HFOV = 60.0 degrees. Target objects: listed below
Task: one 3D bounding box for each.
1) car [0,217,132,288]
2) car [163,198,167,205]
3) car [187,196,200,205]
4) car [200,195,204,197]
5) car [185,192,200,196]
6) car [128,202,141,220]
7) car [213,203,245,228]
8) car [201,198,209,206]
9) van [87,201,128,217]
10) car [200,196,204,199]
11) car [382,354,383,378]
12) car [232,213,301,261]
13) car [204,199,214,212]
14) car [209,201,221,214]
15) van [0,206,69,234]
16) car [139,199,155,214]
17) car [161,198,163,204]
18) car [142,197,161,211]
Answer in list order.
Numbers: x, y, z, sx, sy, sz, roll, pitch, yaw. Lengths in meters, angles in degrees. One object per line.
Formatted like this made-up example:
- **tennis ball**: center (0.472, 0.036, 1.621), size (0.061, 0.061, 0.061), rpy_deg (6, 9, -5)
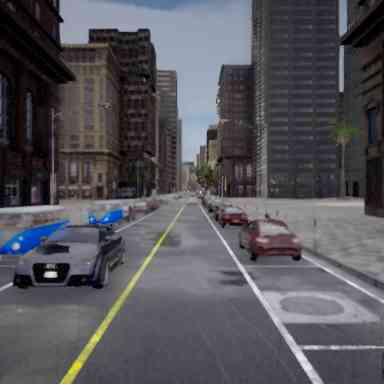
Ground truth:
- **car**: center (-3.090, 1.619, 9.237), size (1.994, 1.385, 4.181), rpy_deg (0, 0, 0)
- **car**: center (-7.482, 1.725, 62.407), size (4.403, 1.369, 2.008), rpy_deg (-1, 0, -9)
- **car**: center (0.016, 1.949, 65.264), size (1.895, 1.301, 4.718), rpy_deg (0, 0, 0)
- **car**: center (2.783, 1.924, 68.323), size (1.947, 1.339, 4.313), rpy_deg (0, 0, 0)
- **car**: center (0.019, 1.570, 75.441), size (2.150, 2.045, 5.566), rpy_deg (0, 0, 0)
- **car**: center (-5.755, 1.748, 27.797), size (1.802, 1.307, 4.206), rpy_deg (0, 0, 0)
- **car**: center (2.769, 1.685, 23.158), size (1.887, 1.381, 4.507), rpy_deg (0, 0, 0)
- **car**: center (2.777, 1.875, 50.155), size (1.802, 1.307, 4.206), rpy_deg (0, 0, 0)
- **van**: center (-5.756, 1.475, 22.498), size (1.690, 1.788, 3.998), rpy_deg (0, 0, 0)
- **car**: center (2.781, 1.902, 60.957), size (1.947, 1.339, 4.313), rpy_deg (0, 0, 0)
- **car**: center (2.763, 1.556, 1.561), size (1.887, 1.381, 4.507), rpy_deg (0, 0, 0)
- **car**: center (2.766, 1.657, 12.359), size (1.802, 1.307, 4.206), rpy_deg (0, 0, 0)
- **car**: center (2.773, 1.803, 39.356), size (1.947, 1.339, 4.313), rpy_deg (0, 0, 0)
- **car**: center (2.770, 1.739, 28.557), size (1.947, 1.339, 4.313), rpy_deg (0, 0, 0)
- **van**: center (-5.759, 1.411, 11.897), size (1.690, 1.788, 3.998), rpy_deg (0, 0, 0)
- **car**: center (-5.752, 1.811, 38.399), size (1.802, 1.307, 4.206), rpy_deg (0, 0, 0)
- **car**: center (-5.748, 1.725, 49.002), size (1.967, 1.590, 4.097), rpy_deg (0, 0, 0)
- **car**: center (-5.750, 1.574, 43.701), size (2.192, 1.841, 5.009), rpy_deg (0, 0, 0)
